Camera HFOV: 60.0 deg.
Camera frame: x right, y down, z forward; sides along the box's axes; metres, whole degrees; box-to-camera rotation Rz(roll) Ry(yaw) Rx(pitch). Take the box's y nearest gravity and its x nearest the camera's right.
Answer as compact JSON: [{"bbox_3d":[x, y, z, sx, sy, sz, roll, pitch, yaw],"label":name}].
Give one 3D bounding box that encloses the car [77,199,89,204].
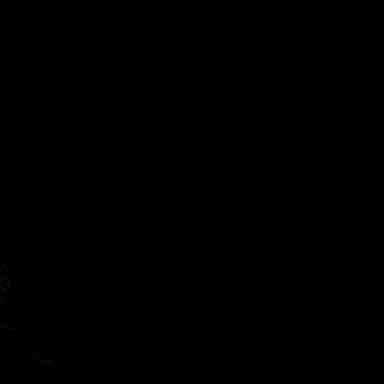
[{"bbox_3d":[-17.243,1.458,47.955,1.895,1.301,4.718,0,0,34],"label":"car"}]
